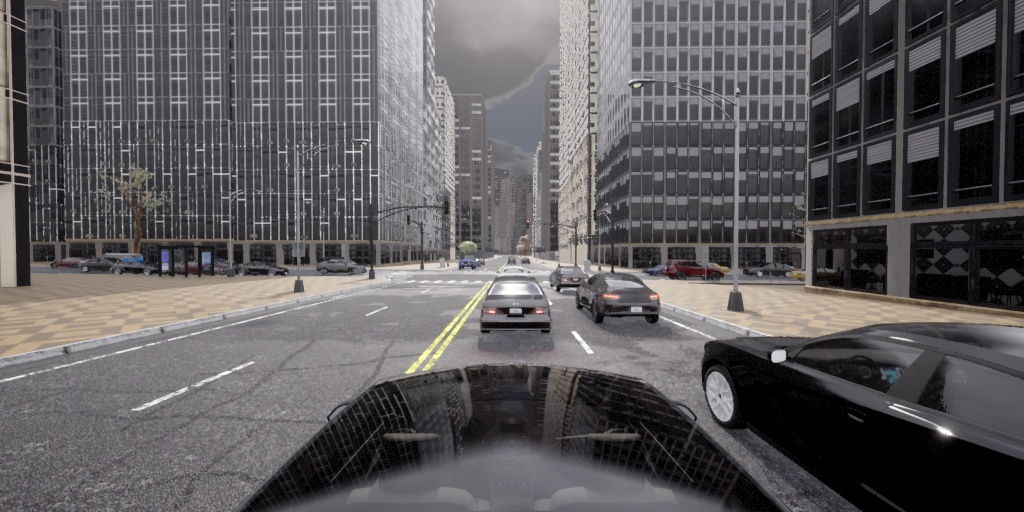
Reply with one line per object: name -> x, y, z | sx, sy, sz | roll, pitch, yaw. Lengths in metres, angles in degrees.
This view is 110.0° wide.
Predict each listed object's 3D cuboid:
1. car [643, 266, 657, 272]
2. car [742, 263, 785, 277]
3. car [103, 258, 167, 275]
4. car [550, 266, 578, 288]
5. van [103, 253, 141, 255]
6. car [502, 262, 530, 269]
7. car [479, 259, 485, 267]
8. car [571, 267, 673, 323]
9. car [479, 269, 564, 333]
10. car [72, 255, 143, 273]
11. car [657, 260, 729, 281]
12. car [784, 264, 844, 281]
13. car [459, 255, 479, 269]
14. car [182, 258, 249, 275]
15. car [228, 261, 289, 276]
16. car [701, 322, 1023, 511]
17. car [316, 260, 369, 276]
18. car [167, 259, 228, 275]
car -> 16.700, 1.410, 37.944 | 5.357, 1.411, 2.033 | 0, 1, 1
car -> 27.016, 1.458, 37.772 | 4.892, 1.490, 1.837 | 0, 1, 1
car -> -34.117, 1.068, 32.973 | 4.313, 1.339, 1.948 | 0, 0, 1
car -> 3.339, 1.286, 21.347 | 2.033, 1.411, 5.357 | 0, 0, 0
van -> -45.314, 0.603, 41.626 | 3.998, 1.789, 1.690 | 0, 0, 1
car -> 0.088, 1.265, 20.257 | 1.812, 1.442, 4.674 | 0, 0, 0
car -> -6.606, 1.191, 63.815 | 2.128, 1.511, 4.902 | 0, 0, 0
car -> 3.345, 1.271, 11.936 | 1.812, 1.442, 4.674 | 0, 0, 0
car -> 0.096, 1.293, 10.666 | 2.033, 1.411, 5.357 | 0, 0, 0
car -> -40.115, 0.908, 35.732 | 4.892, 1.490, 1.837 | 1, 1, 1
car -> 16.173, 1.267, 32.174 | 5.009, 1.841, 2.192 | 0, 0, 1
car -> 27.622, 1.577, 31.985 | 4.829, 1.417, 1.751 | 0, 0, 1
car -> -6.633, 0.933, 53.897 | 2.150, 2.045, 5.566 | 0, 0, 0
car -> -29.271, 0.995, 35.509 | 4.902, 1.511, 2.128 | 0, 1, 1
car -> -22.752, 1.172, 32.675 | 4.313, 1.339, 1.948 | 0, 0, 1
car -> 3.345, 1.227, 2.591 | 1.882, 1.535, 5.008 | 0, 0, 0
car -> -16.618, 1.110, 35.261 | 4.902, 1.511, 2.128 | 0, 1, 1
car -> -28.436, 1.136, 32.804 | 4.207, 1.307, 1.802 | 0, 0, 1
